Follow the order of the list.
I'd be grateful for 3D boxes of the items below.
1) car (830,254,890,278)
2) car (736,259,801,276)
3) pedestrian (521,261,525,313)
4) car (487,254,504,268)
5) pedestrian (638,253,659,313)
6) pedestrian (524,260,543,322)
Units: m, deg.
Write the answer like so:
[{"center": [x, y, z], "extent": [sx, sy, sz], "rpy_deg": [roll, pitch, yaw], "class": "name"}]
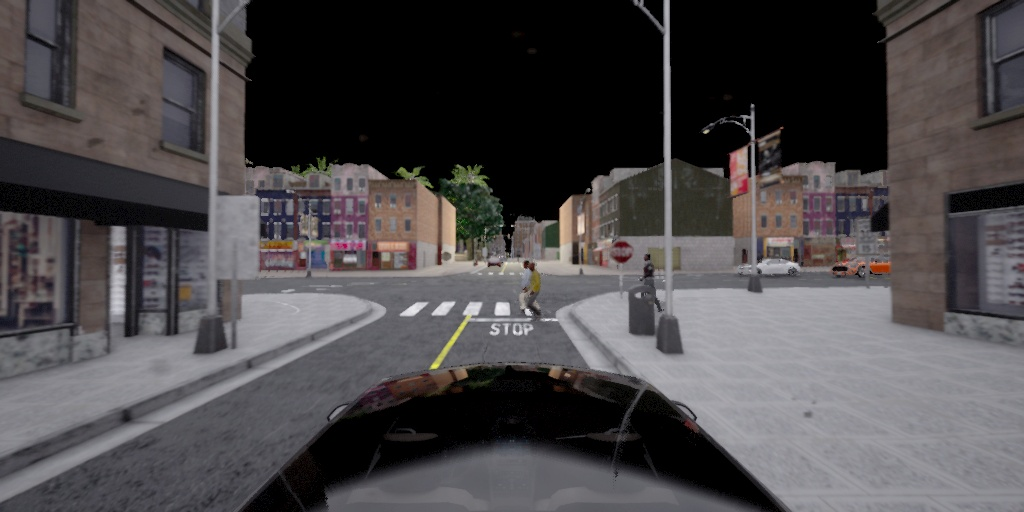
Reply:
[{"center": [26.175, 0.642, 26.281], "extent": [4.553, 1.767, 2.097], "rpy_deg": [-1, -1, 0], "class": "car"}, {"center": [21.062, 0.938, 29.484], "extent": [4.674, 1.442, 1.812], "rpy_deg": [-1, -1, -1], "class": "car"}, {"center": [0.576, 0.985, 11.685], "extent": [0.375, 1.860, 0.375], "rpy_deg": [1, -1, 0], "class": "pedestrian"}, {"center": [-2.528, 0.898, 51.591], "extent": [1.882, 1.535, 5.008], "rpy_deg": [0, 0, 0], "class": "car"}, {"center": [4.200, 0.806, 11.091], "extent": [0.375, 1.860, 0.375], "rpy_deg": [1, -1, 0], "class": "pedestrian"}, {"center": [0.650, 0.992, 10.486], "extent": [0.375, 1.860, 0.375], "rpy_deg": [1, -1, 0], "class": "pedestrian"}]
